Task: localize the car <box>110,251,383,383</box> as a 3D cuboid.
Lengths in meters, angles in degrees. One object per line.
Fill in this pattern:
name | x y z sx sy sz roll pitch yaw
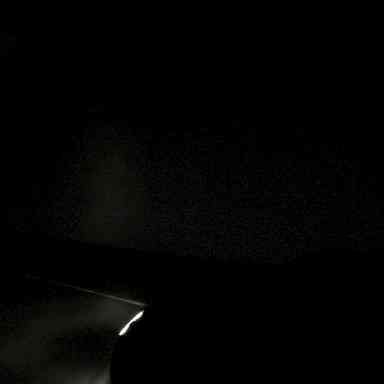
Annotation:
car | 1.353 1.358 3.028 4.553 1.767 2.097 -1 0 36
